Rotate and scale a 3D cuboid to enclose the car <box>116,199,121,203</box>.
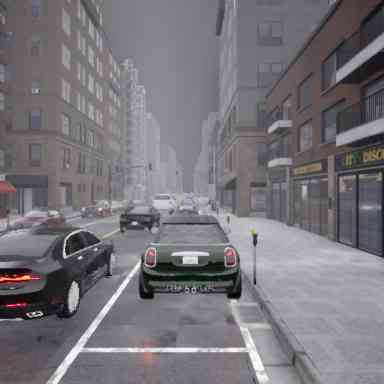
[{"bbox_3d":[-8.408,1.525,34.923,1.752,1.417,4.829,0,0,0],"label":"car"}]

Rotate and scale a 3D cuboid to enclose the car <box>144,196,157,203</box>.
[{"bbox_3d":[-8.408,1.549,67.693,2.008,1.369,4.403,0,0,0],"label":"car"}]

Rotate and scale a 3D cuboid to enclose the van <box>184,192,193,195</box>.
[{"bbox_3d":[-0.383,1.339,67.702,1.690,1.788,3.998,0,0,0],"label":"van"}]

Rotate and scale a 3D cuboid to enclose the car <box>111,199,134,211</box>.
[{"bbox_3d":[-8.408,1.551,40.611,2.008,1.369,4.403,0,0,0],"label":"car"}]

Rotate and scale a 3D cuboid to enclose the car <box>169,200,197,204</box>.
[{"bbox_3d":[-0.383,1.551,24.063,2.008,1.369,4.403,0,0,0],"label":"car"}]

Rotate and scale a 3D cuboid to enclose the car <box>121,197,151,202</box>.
[{"bbox_3d":[-5.848,1.526,35.048,1.812,1.442,4.674,0,0,0],"label":"car"}]

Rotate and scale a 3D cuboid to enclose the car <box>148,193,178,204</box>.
[{"bbox_3d":[-2.961,1.221,35.614,2.150,2.045,5.566,0,0,1],"label":"car"}]

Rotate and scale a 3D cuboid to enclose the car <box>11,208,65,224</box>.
[{"bbox_3d":[-8.408,1.582,18.538,1.802,1.307,4.206,0,0,0],"label":"car"}]

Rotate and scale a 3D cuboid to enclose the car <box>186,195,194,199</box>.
[{"bbox_3d":[-0.383,1.440,35.101,1.967,1.590,4.097,0,0,0],"label":"car"}]

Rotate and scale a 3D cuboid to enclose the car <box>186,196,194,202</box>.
[{"bbox_3d":[-0.383,1.579,79.064,1.802,1.307,4.206,0,0,0],"label":"car"}]

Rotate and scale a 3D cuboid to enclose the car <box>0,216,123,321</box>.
[{"bbox_3d":[-3.021,1.504,7.333,1.837,1.490,4.892,0,0,0],"label":"car"}]

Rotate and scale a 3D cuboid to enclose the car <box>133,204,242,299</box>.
[{"bbox_3d":[-0.032,1.353,8.620,2.097,1.767,4.553,0,0,0],"label":"car"}]

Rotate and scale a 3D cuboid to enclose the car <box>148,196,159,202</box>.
[{"bbox_3d":[-8.408,1.543,73.374,1.887,1.381,4.507,0,0,0],"label":"car"}]

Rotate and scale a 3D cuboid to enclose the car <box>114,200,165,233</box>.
[{"bbox_3d":[-2.970,1.477,19.839,1.882,1.535,5.008,0,0,0],"label":"car"}]

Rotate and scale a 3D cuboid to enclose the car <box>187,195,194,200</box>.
[{"bbox_3d":[-0.383,1.575,90.427,1.802,1.307,4.206,0,0,0],"label":"car"}]

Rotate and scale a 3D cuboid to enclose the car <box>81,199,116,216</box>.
[{"bbox_3d":[-8.408,1.440,29.575,1.967,1.590,4.097,0,0,0],"label":"car"}]

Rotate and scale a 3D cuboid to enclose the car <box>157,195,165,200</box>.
[{"bbox_3d":[-8.408,1.519,90.251,1.752,1.417,4.829,0,0,0],"label":"car"}]
